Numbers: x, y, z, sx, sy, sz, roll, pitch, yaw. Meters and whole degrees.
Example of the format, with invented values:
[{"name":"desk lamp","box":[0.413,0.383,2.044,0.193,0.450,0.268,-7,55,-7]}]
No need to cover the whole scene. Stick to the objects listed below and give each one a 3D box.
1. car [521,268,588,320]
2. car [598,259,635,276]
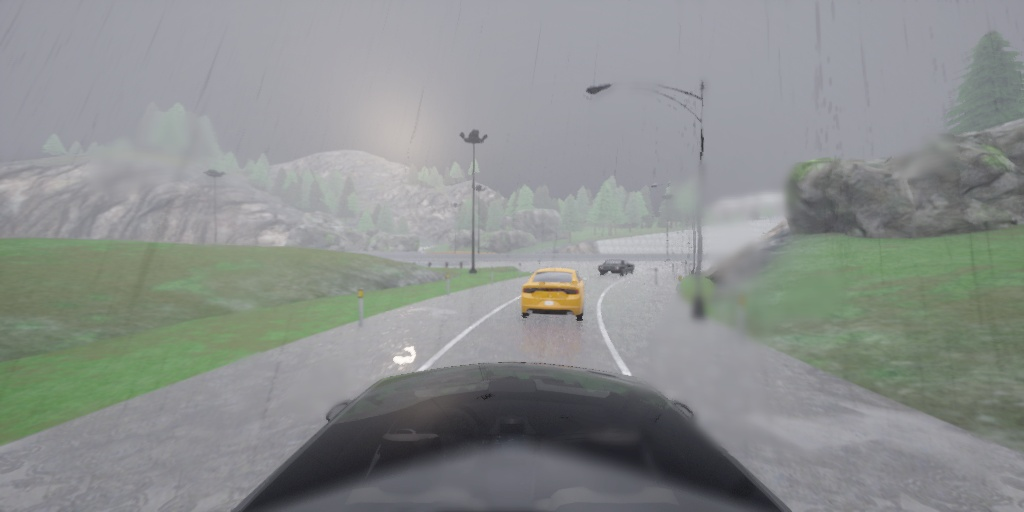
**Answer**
[{"name":"car","box":[1.583,1.153,12.604,1.882,1.535,5.008,0,1,12]},{"name":"car","box":[8.783,0.934,29.832,1.895,1.301,4.718,1,2,32]}]
